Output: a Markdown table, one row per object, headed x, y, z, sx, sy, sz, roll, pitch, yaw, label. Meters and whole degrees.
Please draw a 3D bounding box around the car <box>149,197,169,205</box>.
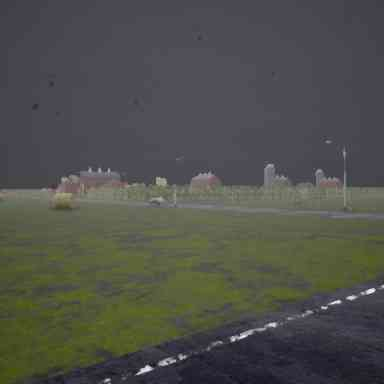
| x | y | z | sx | sy | sz | roll | pitch | yaw | label |
| --- | --- | --- | --- | --- | --- | --- | --- | --- | --- |
| -5.985 | 1.640 | 59.507 | 1.812 | 1.442 | 4.674 | -1 | 0 | -35 | car |
